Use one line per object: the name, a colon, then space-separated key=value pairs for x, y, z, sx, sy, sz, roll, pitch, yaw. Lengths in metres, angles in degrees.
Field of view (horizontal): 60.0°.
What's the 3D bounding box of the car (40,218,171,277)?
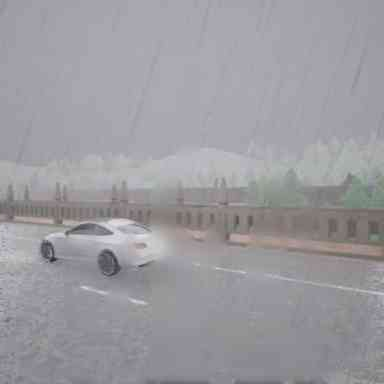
car: x=-2.756 y=1.528 z=10.256 sx=4.674 sy=1.442 sz=1.812 roll=0 pitch=0 yaw=35
